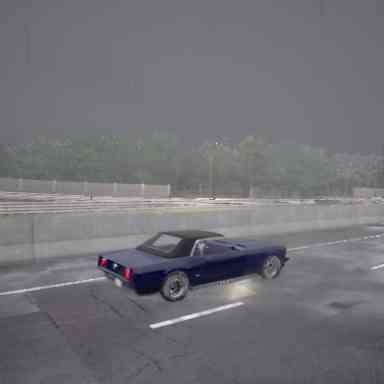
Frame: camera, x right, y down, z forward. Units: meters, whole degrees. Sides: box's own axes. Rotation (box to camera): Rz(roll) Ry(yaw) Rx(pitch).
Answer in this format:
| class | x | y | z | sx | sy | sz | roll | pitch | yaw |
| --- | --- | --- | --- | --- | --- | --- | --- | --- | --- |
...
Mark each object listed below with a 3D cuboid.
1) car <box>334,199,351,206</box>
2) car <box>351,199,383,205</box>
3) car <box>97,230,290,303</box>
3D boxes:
| class | x | y | z | sx | sy | sz | roll | pitch | yaw |
| --- | --- | --- | --- | --- | --- | --- | --- | --- | --- |
| car | 20.919 | 1.612 | 44.587 | 4.674 | 1.442 | 1.812 | 0 | 0 | -35 |
| car | 22.146 | 1.607 | 41.177 | 4.674 | 1.442 | 1.812 | 1 | 0 | -35 |
| car | 0.263 | 1.604 | 8.239 | 4.718 | 1.301 | 1.895 | 0 | 0 | -36 |
